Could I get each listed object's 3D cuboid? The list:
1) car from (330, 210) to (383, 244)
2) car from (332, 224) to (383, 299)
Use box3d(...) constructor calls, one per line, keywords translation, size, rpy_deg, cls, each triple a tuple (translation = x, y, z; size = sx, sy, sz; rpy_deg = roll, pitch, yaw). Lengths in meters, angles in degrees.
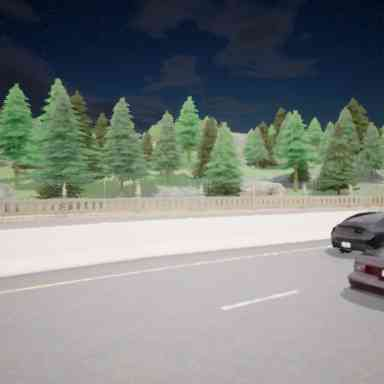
box3d(translation=(7.039, 1.420, 11.710), size=(4.892, 1.490, 1.837), rpy_deg=(0, 0, -28), cls="car")
box3d(translation=(5.696, 1.492, 7.100), size=(5.357, 1.411, 2.033), rpy_deg=(0, 0, -29), cls="car")
